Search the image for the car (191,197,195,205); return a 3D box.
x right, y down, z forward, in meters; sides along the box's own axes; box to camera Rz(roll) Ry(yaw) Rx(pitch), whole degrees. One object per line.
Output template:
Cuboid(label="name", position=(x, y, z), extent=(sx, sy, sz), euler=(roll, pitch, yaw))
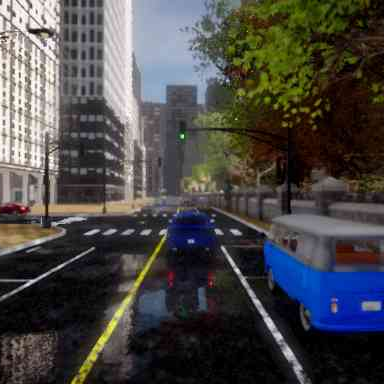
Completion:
Cuboid(label="car", position=(1.175, 2.228, 72.481), extent=(1.752, 1.417, 4.829), euler=(0, -1, -2))

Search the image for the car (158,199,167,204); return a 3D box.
Cuboid(label="car", position=(-7.287, 2.344, 83.024), extent=(1.887, 1.381, 4.507), euler=(0, -1, -2))

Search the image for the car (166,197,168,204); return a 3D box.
Cuboid(label="car", position=(-6.836, 2.243, 71.937), extent=(1.887, 1.381, 4.507), euler=(0, -1, -2))

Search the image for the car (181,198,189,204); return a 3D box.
Cuboid(label="car", position=(-1.912, 2.245, 85.075), extent=(1.895, 1.301, 4.718), euler=(0, -1, -3))

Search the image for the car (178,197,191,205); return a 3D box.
Cuboid(label="car", position=(-1.473, 2.239, 74.623), extent=(2.128, 1.511, 4.902), euler=(0, -1, -2))

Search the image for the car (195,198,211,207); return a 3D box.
Cuboid(label="car", position=(1.890, 2.021, 50.315), extent=(1.752, 1.417, 4.829), euler=(0, -1, -2))

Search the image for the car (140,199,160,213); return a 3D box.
Cuboid(label="car", position=(-5.840, 1.988, 44.225), extent=(2.008, 1.369, 4.403), euler=(0, -1, -1))

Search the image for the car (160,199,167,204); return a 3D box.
Cuboid(label="car", position=(-7.539, 2.432, 88.567), extent=(1.802, 1.307, 4.206), euler=(0, -1, -3))

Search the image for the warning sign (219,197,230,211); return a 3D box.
Cuboid(label="warning sign", position=(4.404, 1.561, 45.081), extent=(1.300, 1.860, 1.060), euler=(0, 0, -1))

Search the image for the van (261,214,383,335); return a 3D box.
Cuboid(label="van", position=(2.553, 1.409, 6.604), extent=(1.690, 1.788, 3.998), euler=(0, -1, 0))

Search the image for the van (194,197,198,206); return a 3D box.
Cuboid(label="van", position=(1.740, 1.888, 55.689), extent=(1.690, 1.788, 3.998), euler=(0, -1, -2))

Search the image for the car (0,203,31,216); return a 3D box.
Cuboid(label="car", position=(-18.227, 1.713, 32.966), extent=(4.206, 1.307, 1.802), euler=(1, -1, 3))

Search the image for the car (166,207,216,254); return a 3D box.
Cuboid(label="car", position=(-0.022, 1.622, 14.266), extent=(1.882, 1.535, 5.008), euler=(0, 0, 0))

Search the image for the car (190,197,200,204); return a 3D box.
Cuboid(label="car", position=(0.729, 2.117, 83.400), extent=(2.192, 1.841, 5.009), euler=(0, -1, -3))

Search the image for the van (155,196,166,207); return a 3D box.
Cuboid(label="van", position=(-6.634, 1.988, 66.397), extent=(1.690, 1.788, 3.998), euler=(0, -1, -2))
